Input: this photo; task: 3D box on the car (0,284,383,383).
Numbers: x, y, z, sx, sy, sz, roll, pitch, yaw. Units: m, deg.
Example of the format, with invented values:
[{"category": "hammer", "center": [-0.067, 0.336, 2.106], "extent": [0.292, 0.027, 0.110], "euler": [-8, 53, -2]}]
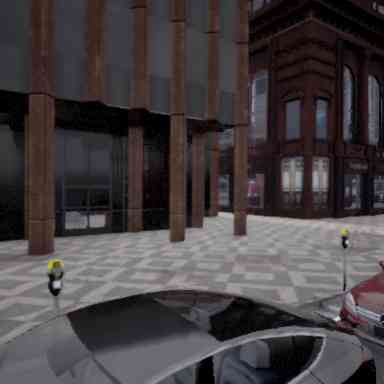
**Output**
[{"category": "car", "center": [-0.499, 1.530, 2.210], "extent": [4.313, 1.339, 1.947], "euler": [0, 1, -34]}]

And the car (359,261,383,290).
[{"category": "car", "center": [4.170, 1.559, 5.370], "extent": [4.206, 1.307, 1.802], "euler": [0, 1, -34]}]
